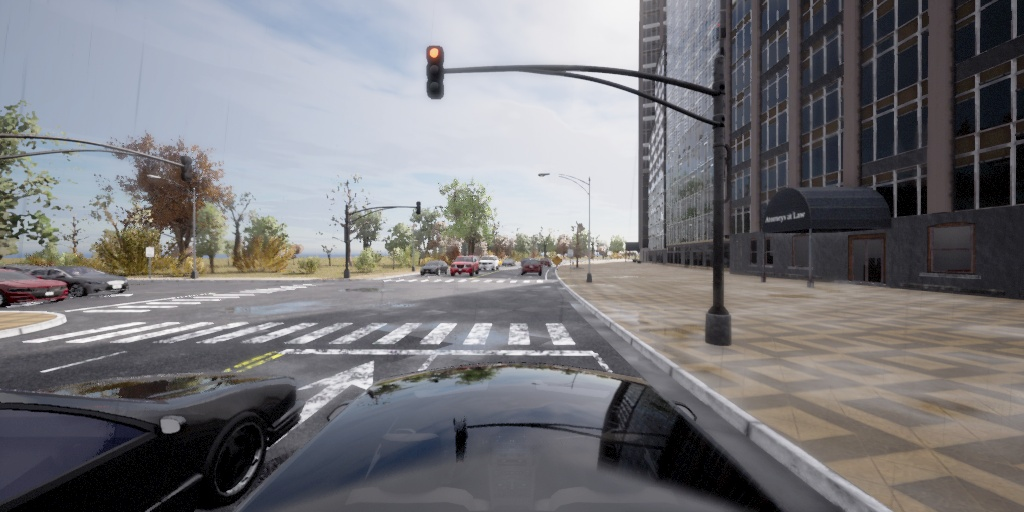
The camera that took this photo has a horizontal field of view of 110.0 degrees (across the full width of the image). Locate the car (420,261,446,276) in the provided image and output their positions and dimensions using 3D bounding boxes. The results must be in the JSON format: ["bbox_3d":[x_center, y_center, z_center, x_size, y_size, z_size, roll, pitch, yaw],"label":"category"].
[{"bbox_3d":[-7.943,1.252,37.071,1.837,1.490,4.892,0,0,6],"label":"car"}]

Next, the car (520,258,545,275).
[{"bbox_3d":[2.299,1.103,39.497,2.097,1.767,4.553,0,0,6],"label":"car"}]

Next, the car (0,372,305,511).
[{"bbox_3d":[-3.128,1.296,1.296,2.033,1.411,5.357,0,0,1],"label":"car"}]

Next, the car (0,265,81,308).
[{"bbox_3d":[-21.635,1.287,14.948,5.008,1.535,1.882,0,0,2],"label":"car"}]

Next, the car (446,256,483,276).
[{"bbox_3d":[-4.751,0.970,36.782,2.150,2.045,5.566,0,0,4],"label":"car"}]

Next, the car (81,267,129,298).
[{"bbox_3d":[-22.418,1.290,18.238,4.902,1.511,2.128,0,0,3],"label":"car"}]

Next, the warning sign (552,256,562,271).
[{"bbox_3d":[5.544,0.869,43.990,1.300,1.860,1.060,0,0,7],"label":"warning sign"}]

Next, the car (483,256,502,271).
[{"bbox_3d":[-3.230,0.973,49.453,2.150,2.045,5.566,0,0,8],"label":"car"}]
